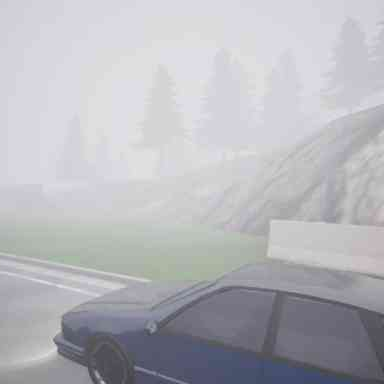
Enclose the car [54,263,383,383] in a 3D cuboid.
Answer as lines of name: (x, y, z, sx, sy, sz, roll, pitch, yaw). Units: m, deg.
car: (0.955, 1.548, 3.566, 5.357, 1.411, 2.033, 0, 0, 30)
